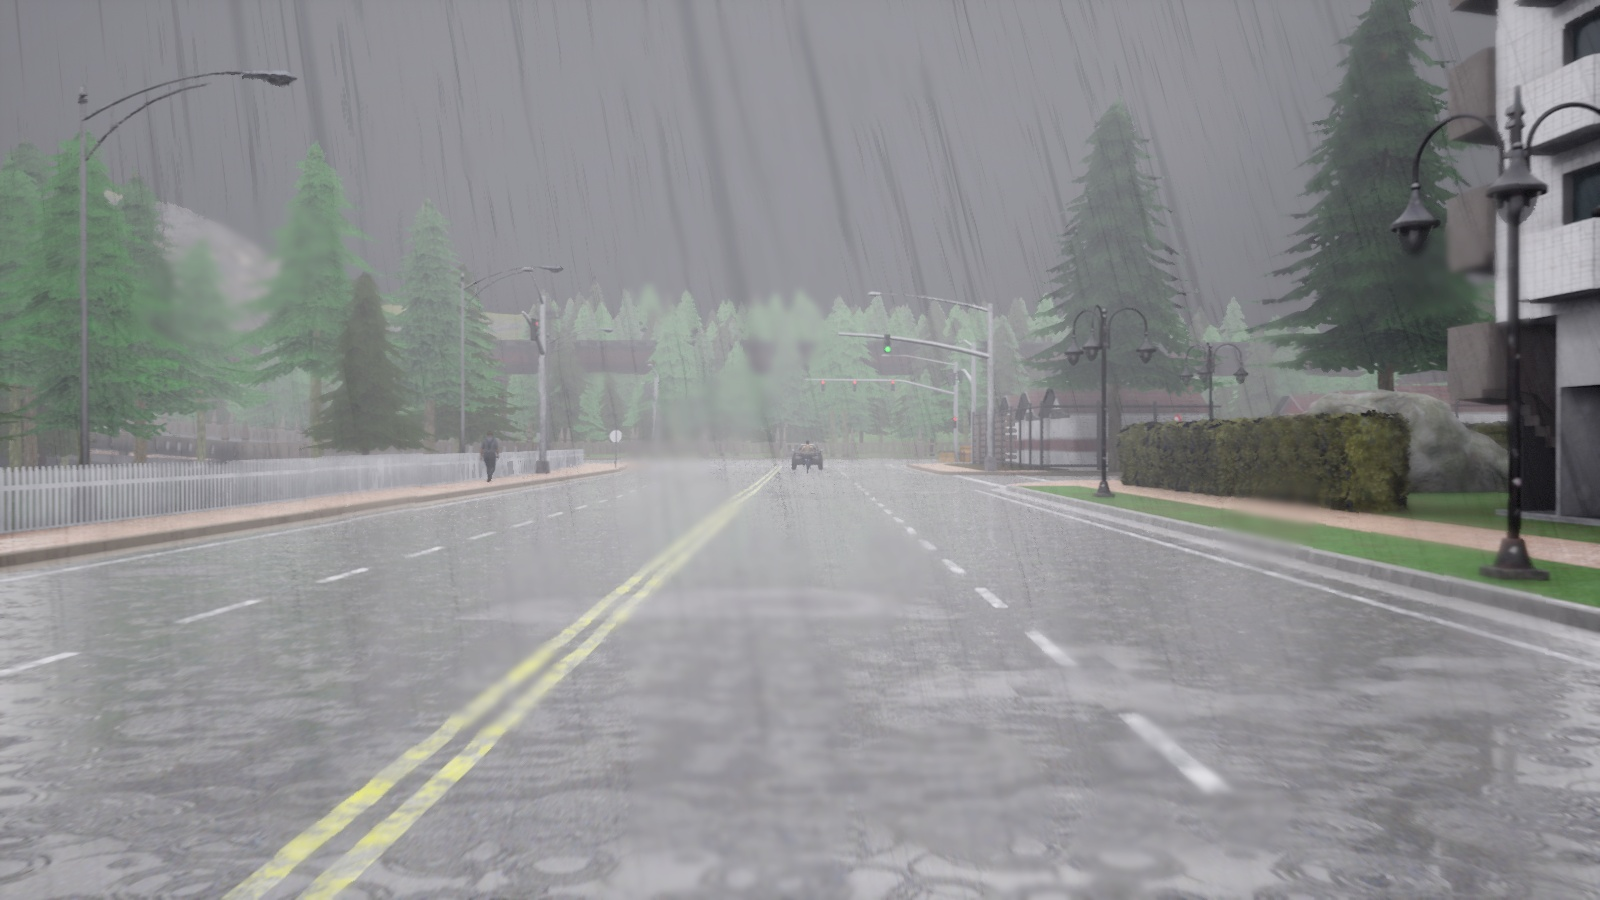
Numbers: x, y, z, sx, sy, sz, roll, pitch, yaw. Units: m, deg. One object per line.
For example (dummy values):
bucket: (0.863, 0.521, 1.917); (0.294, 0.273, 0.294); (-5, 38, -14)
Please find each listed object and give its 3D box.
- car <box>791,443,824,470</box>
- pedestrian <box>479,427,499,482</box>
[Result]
car: (0.417, 0.361, 70.788); (1.816, 1.474, 4.193); (0, 0, 0)
pedestrian: (-10.605, 0.155, 42.812); (0.540, 1.848, 0.694); (0, 0, -1)
